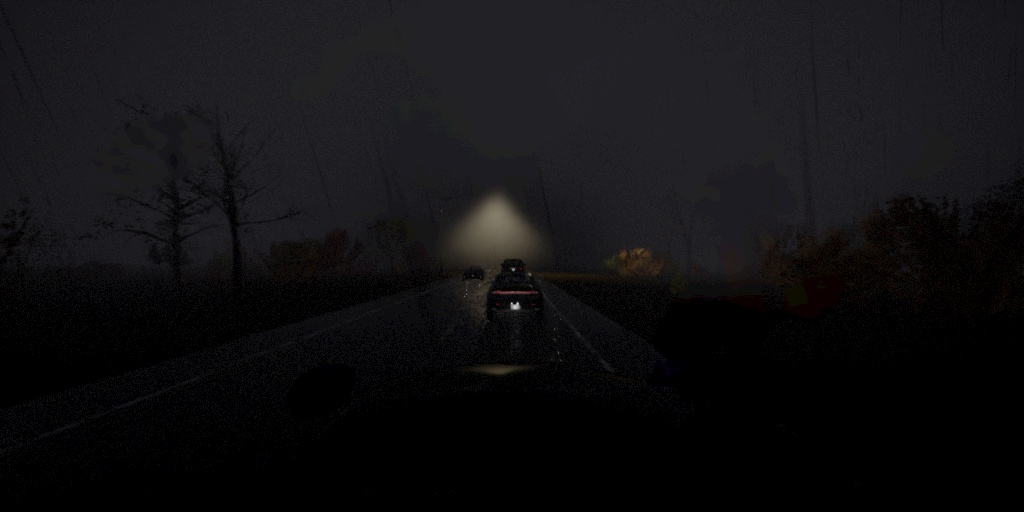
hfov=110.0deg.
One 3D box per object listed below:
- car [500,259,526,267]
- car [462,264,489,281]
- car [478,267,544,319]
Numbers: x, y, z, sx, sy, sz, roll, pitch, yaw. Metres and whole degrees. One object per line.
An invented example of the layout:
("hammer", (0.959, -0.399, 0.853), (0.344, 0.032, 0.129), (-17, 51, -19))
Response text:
("car", (0.107, 1.278, 33.079), (2.150, 2.045, 5.566), (0, 0, 0))
("car", (-3.585, 1.637, 34.803), (1.994, 1.385, 4.181), (0, -1, 0))
("car", (0.103, 1.352, 13.319), (2.128, 1.511, 4.902), (0, 0, 0))
